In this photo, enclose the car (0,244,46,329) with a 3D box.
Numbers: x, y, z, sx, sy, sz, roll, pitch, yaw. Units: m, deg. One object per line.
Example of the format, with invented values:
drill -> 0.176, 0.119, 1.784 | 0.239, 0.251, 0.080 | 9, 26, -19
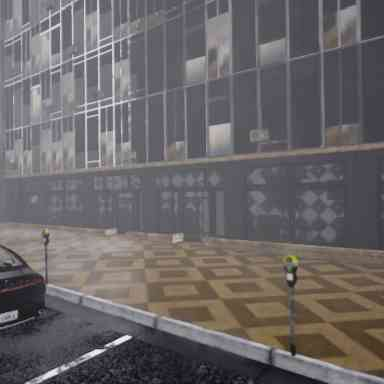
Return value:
car -> -4.406, 1.561, 6.049 | 4.403, 1.369, 2.008 | 0, -1, 36
